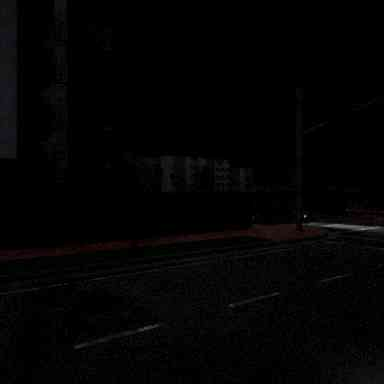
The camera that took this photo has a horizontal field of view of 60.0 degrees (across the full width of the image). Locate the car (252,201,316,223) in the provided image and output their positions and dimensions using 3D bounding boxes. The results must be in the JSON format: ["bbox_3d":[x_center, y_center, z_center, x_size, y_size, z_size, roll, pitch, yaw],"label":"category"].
[{"bbox_3d":[6.727,1.491,26.027,2.128,1.511,4.902,0,0,-36],"label":"car"}]

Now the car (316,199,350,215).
[{"bbox_3d":[13.683,1.491,34.319,2.128,1.511,4.902,0,0,-38],"label":"car"}]
